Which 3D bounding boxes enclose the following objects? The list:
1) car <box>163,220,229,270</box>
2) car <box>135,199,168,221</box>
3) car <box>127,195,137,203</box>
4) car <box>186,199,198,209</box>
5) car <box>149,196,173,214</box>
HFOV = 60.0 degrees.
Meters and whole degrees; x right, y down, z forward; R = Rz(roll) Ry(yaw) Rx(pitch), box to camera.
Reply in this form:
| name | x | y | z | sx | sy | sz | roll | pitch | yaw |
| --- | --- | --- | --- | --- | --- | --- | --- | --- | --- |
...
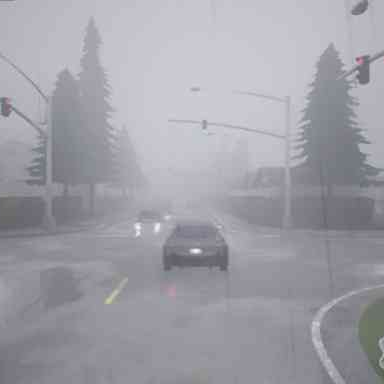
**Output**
| name | x | y | z | sx | sy | sz | roll | pitch | yaw |
| --- | --- | --- | --- | --- | --- | --- | --- | --- | --- |
| car | 0.113 | 1.646 | 11.336 | 1.994 | 1.385 | 4.181 | 0 | 0 | 0 |
| car | -3.552 | 1.709 | 29.621 | 1.882 | 1.535 | 5.008 | 0 | 0 | 0 |
| car | -16.672 | 1.732 | 84.234 | 3.866 | 1.878 | 1.905 | 0 | 0 | 0 |
| car | 0.008 | 1.911 | 53.899 | 2.128 | 1.511 | 4.902 | 0 | 0 | -2 |
| car | -3.535 | 1.535 | 40.280 | 2.150 | 2.045 | 5.566 | 0 | 0 | 0 |
